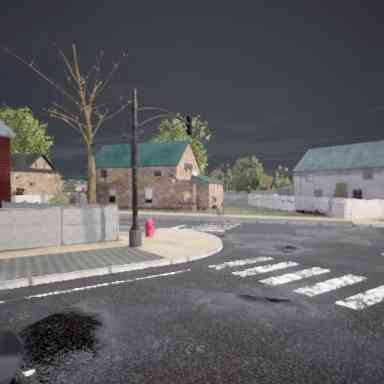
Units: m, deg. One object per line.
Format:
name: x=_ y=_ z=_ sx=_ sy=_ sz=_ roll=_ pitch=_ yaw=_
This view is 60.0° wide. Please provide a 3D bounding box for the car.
car: x=-3.279 y=1.531 z=1.211 sx=4.892 sy=1.490 sz=1.837 roll=0 pitch=0 yaw=-36
